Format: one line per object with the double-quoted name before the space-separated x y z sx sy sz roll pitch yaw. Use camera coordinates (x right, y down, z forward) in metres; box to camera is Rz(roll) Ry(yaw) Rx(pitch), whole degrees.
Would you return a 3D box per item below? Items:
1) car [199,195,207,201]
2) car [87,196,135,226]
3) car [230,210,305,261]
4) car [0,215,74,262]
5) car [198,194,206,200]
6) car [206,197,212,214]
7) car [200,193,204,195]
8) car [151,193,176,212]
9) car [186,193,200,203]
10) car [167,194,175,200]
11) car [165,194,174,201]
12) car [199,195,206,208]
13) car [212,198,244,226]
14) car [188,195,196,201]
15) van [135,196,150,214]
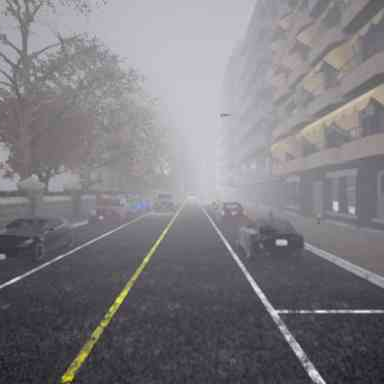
"car" 2.677 1.514 85.240 1.887 1.381 4.507 0 0 0
"car" -5.693 1.287 23.304 2.192 1.841 5.009 0 0 0
"car" 2.689 1.550 12.046 1.947 1.339 4.313 0 0 0
"car" -5.692 1.550 12.044 1.947 1.339 4.313 0 0 0
"car" 2.676 1.413 90.869 1.967 1.590 4.097 0 0 0
"car" 2.686 1.491 34.736 1.752 1.417 4.829 0 0 0
"car" 2.678 1.510 79.609 1.887 1.381 4.507 0 0 0
"car" -3.101 1.183 38.852 2.150 2.045 5.566 0 0 0
"car" -0.010 1.194 66.598 2.150 2.045 5.566 0 0 0
"car" -5.705 1.413 90.867 1.967 1.590 4.097 0 0 0
"car" -5.704 1.409 85.238 1.967 1.590 4.097 0 0 0
"car" 2.346 1.487 48.219 1.812 1.442 4.674 0 0 0
"car" 2.687 1.413 23.305 1.967 1.590 4.097 0 0 0
"car" -0.011 1.450 82.729 2.033 1.411 5.357 0 0 0
"van" -5.695 1.306 34.564 1.690 1.788 3.998 0 0 0
